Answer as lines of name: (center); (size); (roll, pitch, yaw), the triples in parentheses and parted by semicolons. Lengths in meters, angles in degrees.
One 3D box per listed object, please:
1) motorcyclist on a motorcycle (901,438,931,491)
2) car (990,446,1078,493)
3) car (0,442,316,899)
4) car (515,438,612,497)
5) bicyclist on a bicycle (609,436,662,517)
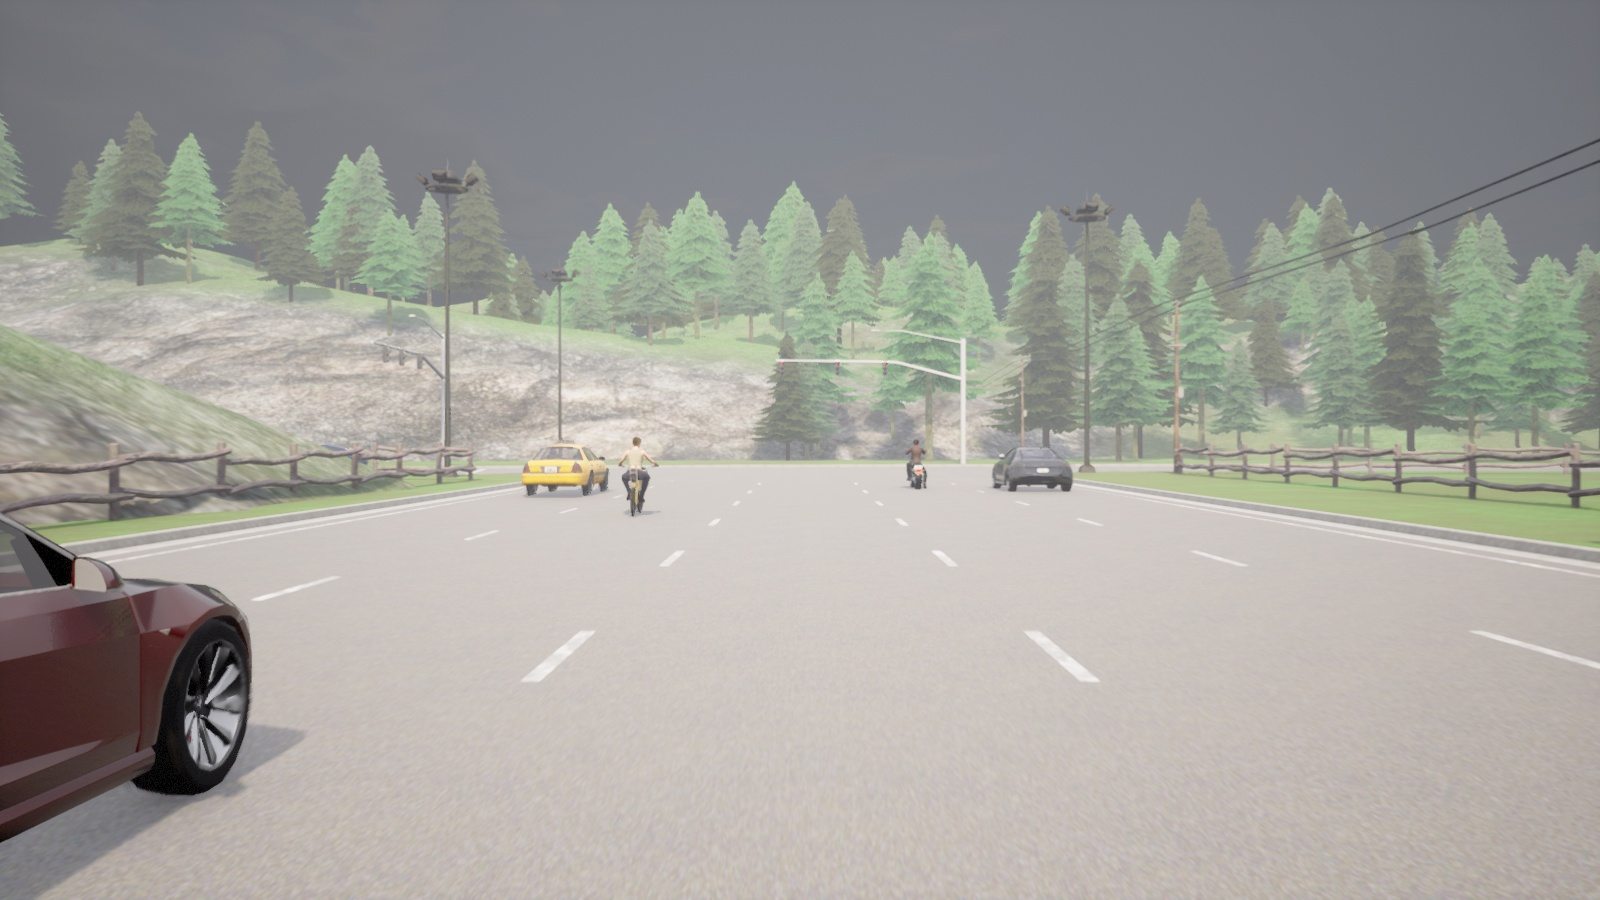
motorcyclist on a motorcycle: (3.746, 0.453, 40.560); (0.766, 1.649, 2.350); (0, 0, 0)
car: (7.239, 0.577, 39.278); (1.994, 1.385, 4.181); (0, 0, 0)
car: (-3.463, 0.721, 3.750); (2.163, 1.488, 4.792); (0, 0, 0)
car: (-6.777, 0.457, 36.554); (1.801, 1.575, 5.366); (0, 0, 0)
bicyclist on a bicycle: (-3.343, 0.524, 25.691); (0.866, 1.612, 1.509); (0, 0, 1)
